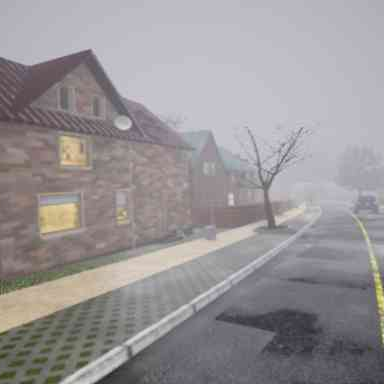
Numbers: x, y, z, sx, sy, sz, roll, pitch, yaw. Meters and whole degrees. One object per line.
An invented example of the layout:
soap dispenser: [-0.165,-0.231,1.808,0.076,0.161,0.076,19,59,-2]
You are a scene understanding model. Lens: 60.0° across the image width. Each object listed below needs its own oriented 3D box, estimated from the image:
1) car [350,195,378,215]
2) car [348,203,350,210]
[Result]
car: [19.134,1.382,36.829,2.150,2.045,5.566,-2,-2,22]
car: [22.994,1.867,46.631,1.895,1.301,4.718,-2,-1,20]
